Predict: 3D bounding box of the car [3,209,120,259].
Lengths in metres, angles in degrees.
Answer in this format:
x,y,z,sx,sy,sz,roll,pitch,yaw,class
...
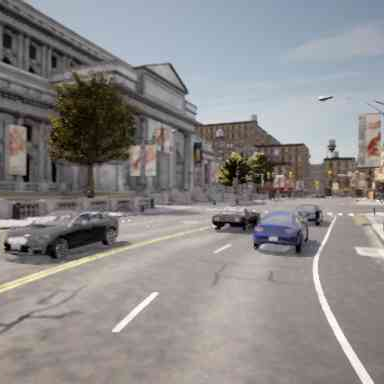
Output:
x,y,z,sx,sy,sz,roll,pitch,yaw,class
-4.584,1.425,12.470,2.128,1.511,4.902,0,0,19,car

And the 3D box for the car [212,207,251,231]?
x,y,z,sx,sy,sz,roll,pitch,yaw,class
2.914,1.588,20.709,1.895,1.301,4.718,1,0,25,car

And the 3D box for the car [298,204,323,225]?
x,y,z,sx,sy,sz,roll,pitch,yaw,class
8.495,1.579,24.420,2.033,1.411,5.357,1,0,25,car

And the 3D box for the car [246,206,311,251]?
x,y,z,sx,sy,sz,roll,pitch,yaw,class
3.850,1.534,14.187,1.812,1.442,4.674,1,0,23,car
